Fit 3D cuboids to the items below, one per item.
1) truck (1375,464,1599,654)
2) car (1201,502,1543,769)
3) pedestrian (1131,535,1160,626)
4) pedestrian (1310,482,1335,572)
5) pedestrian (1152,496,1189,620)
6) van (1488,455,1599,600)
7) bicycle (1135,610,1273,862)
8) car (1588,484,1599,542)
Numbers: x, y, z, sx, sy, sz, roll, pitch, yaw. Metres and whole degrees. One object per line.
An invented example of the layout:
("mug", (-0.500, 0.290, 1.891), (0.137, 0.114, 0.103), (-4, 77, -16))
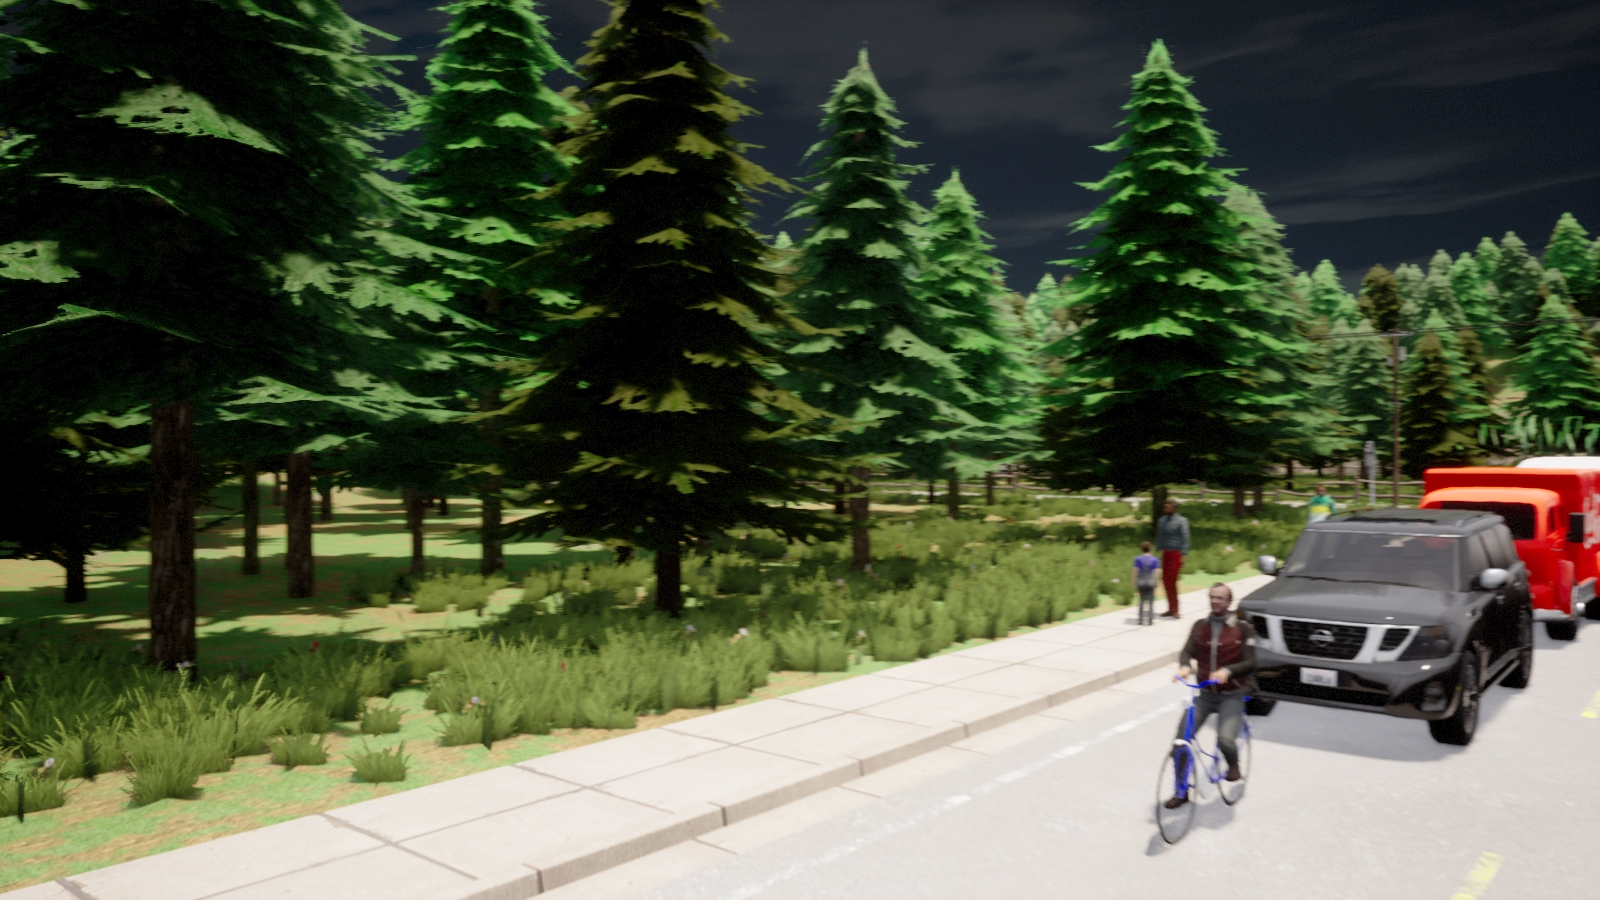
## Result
("truck", (11.279, 1.505, 18.216), (2.627, 2.467, 5.204), (0, 0, 40))
("car", (6.595, 1.739, 12.742), (2.150, 2.045, 5.566), (0, 0, 40))
("pedestrian", (5.153, 1.934, 17.045), (0.375, 1.300, 0.375), (0, 0, 22))
("pedestrian", (11.088, 1.625, 24.245), (0.375, 1.860, 0.375), (0, 0, 44))
("pedestrian", (5.709, 1.652, 17.606), (0.375, 1.860, 0.375), (0, 0, -29))
("van", (16.046, 1.445, 23.816), (1.988, 2.561, 5.915), (0, 1, 40))
("bicycle", (3.037, 2.036, 8.487), (0.329, 1.471, 1.835), (0, 0, 40))
("car", (25.252, 1.870, 34.600), (1.851, 1.617, 3.988), (0, 0, 41))
